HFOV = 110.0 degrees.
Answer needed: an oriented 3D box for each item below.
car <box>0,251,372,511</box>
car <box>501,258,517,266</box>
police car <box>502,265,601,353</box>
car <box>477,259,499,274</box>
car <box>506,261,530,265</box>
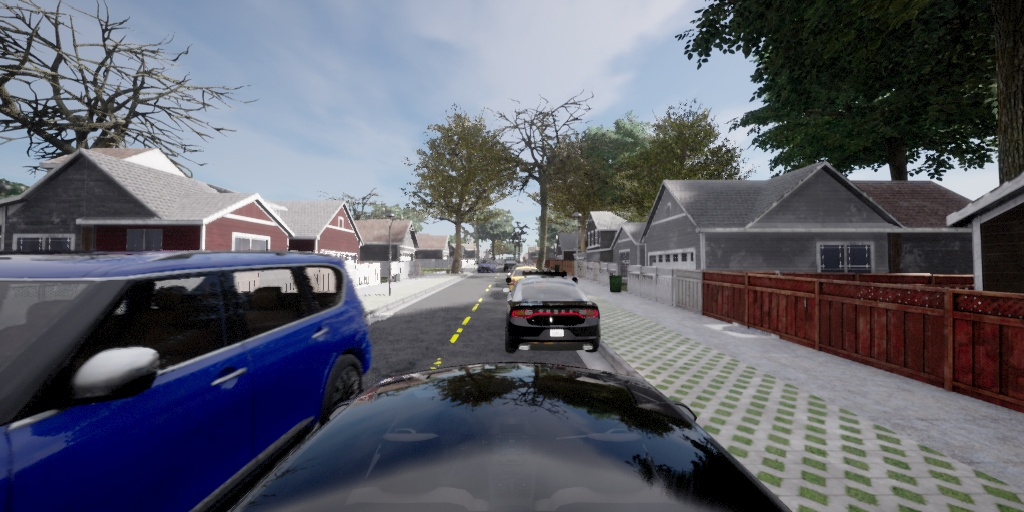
[{"bbox_3d":[-2.838,0.971,2.377,2.150,2.045,5.566,0,0,-1],"label":"car"},{"bbox_3d":[-0.172,1.345,49.573,1.882,1.535,5.008,0,0,0],"label":"car"},{"bbox_3d":[0.795,1.181,9.025,1.930,1.638,5.238,0,0,0],"label":"police car"},{"bbox_3d":[-3.037,1.191,43.036,2.097,1.767,4.553,0,0,0],"label":"car"},{"bbox_3d":[0.747,1.221,19.111,1.801,1.575,5.366,0,0,0],"label":"car"}]
